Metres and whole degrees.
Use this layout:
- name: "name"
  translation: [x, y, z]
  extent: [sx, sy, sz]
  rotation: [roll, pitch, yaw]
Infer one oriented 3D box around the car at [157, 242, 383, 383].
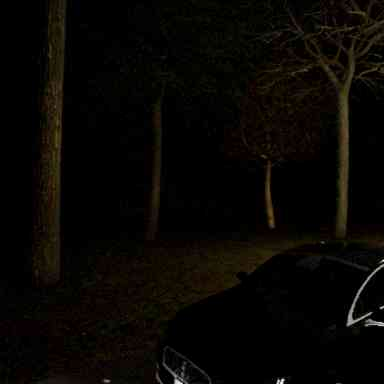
- name: "car"
  translation: [1.870, 1.511, 4.408]
  extent: [4.892, 1.490, 1.837]
  rotation: [0, 0, -36]
